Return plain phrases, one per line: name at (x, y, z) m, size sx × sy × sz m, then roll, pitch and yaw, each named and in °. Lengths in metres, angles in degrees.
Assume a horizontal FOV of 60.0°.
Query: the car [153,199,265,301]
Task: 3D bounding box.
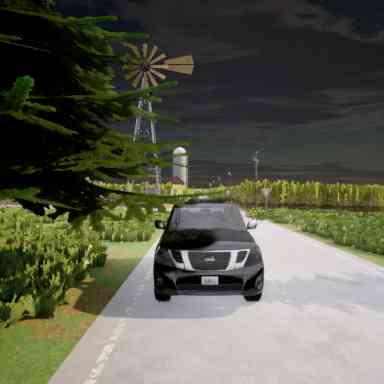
car at (0.333, 1.221, 8.675) m, size 2.150 × 2.045 × 5.566 m, roll 0°, pitch 0°, yaw 0°
